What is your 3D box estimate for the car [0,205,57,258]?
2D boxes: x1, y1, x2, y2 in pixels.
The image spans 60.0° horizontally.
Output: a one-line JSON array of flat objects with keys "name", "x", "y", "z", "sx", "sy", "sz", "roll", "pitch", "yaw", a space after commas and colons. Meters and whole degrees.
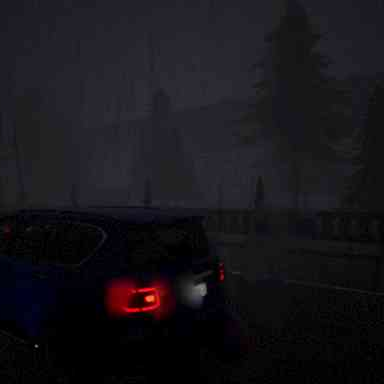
[{"name": "car", "x": -7.963, "y": 1.474, "z": 13.964, "sx": 4.553, "sy": 1.767, "sz": 2.097, "roll": -1, "pitch": 0, "yaw": 36}]

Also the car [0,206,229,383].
[{"name": "car", "x": -2.091, "y": 1.264, "z": 5.466, "sx": 5.566, "sy": 2.045, "sz": 2.150, "roll": 0, "pitch": 0, "yaw": 36}]
